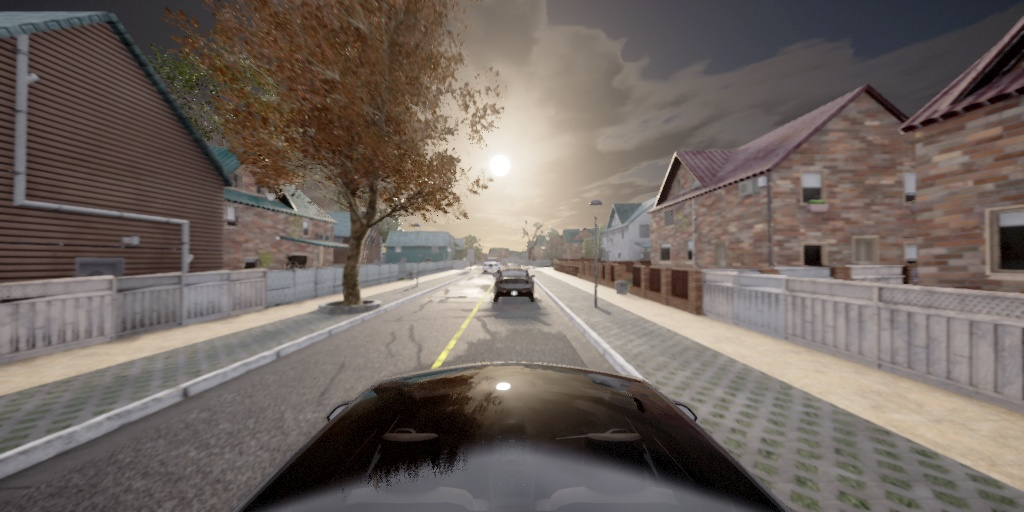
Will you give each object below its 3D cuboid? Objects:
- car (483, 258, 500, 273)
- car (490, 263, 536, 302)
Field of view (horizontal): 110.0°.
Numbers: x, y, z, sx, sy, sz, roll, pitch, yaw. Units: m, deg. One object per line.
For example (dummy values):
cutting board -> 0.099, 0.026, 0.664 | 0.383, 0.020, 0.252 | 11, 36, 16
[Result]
car -> -2.779, 1.216, 49.373 | 2.150, 2.045, 5.566 | 0, -1, 0
car -> 0.094, 1.299, 17.423 | 1.837, 1.490, 4.892 | 0, 0, 0
